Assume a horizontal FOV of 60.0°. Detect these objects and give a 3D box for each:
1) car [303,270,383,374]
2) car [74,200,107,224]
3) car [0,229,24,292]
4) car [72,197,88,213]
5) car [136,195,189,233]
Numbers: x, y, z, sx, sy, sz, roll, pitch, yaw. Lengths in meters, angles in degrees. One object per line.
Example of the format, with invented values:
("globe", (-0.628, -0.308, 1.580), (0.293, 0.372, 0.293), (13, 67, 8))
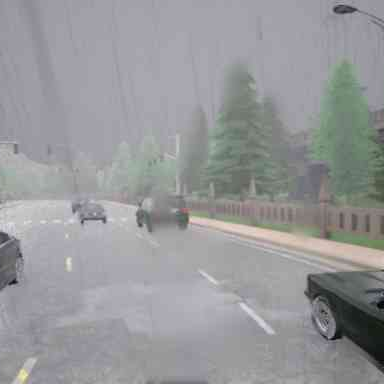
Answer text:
("car", (3.020, 1.567, 3.601), (1.895, 1.301, 4.718), (-1, 0, -6))
("car", (-7.619, 1.580, 25.340), (2.033, 1.411, 5.357), (-1, 0, -21))
("car", (-4.783, 1.526, 6.657), (2.128, 1.511, 4.902), (0, 0, -15))
("car", (-13.115, 1.429, 39.450), (2.097, 1.767, 4.553), (-1, 0, -21))
("car", (-1.887, 1.204, 19.978), (2.150, 2.045, 5.566), (-1, -1, -20))
